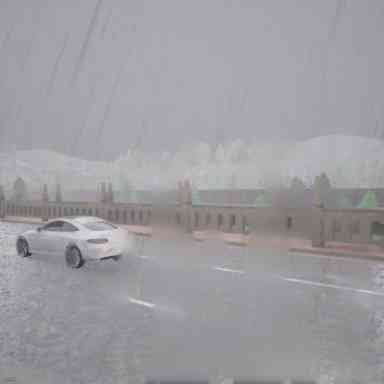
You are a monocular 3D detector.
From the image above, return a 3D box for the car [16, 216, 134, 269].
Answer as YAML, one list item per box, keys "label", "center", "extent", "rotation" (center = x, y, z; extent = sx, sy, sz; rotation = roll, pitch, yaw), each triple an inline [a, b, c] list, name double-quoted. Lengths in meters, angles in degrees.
- label: "car"
  center: [-3.980, 1.526, 11.129]
  extent: [4.674, 1.442, 1.812]
  rotation: [0, 0, 35]
